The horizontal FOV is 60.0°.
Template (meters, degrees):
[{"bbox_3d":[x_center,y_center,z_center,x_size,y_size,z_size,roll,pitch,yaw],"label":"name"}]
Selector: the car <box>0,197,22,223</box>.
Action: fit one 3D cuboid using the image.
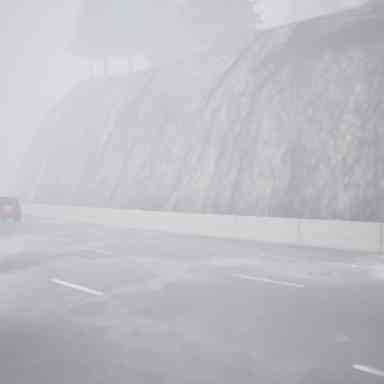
[{"bbox_3d":[-15.385,1.381,26.398,2.150,2.045,5.566,1,-1,-45],"label":"car"}]
